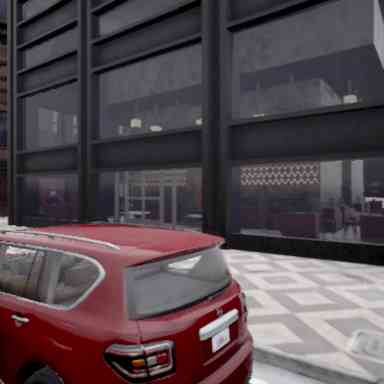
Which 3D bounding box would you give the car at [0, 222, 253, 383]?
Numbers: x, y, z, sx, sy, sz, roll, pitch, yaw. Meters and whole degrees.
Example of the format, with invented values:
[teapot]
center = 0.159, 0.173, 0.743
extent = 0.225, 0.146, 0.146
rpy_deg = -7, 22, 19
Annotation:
[car]
center = -1.702, 1.321, 4.179
extent = 5.009, 1.841, 2.192
rpy_deg = 0, 0, 36
